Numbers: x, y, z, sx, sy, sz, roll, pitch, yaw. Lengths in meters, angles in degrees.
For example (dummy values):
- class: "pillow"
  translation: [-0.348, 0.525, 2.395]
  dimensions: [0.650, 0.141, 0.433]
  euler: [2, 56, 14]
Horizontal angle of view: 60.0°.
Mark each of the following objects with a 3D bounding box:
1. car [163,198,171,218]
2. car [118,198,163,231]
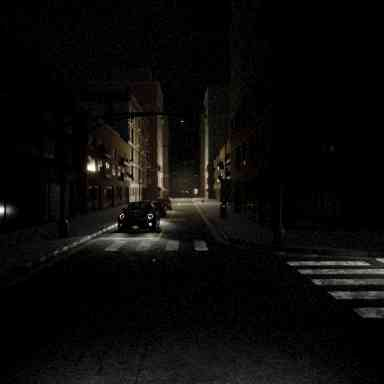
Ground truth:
- class: "car"
  translation: [-3.332, 1.489, 30.446]
  dimensions: [2.128, 1.511, 4.902]
  euler: [0, 0, -1]
- class: "car"
  translation: [-3.158, 1.352, 20.459]
  dimensions: [2.097, 1.767, 4.553]
  euler: [0, 0, -1]
